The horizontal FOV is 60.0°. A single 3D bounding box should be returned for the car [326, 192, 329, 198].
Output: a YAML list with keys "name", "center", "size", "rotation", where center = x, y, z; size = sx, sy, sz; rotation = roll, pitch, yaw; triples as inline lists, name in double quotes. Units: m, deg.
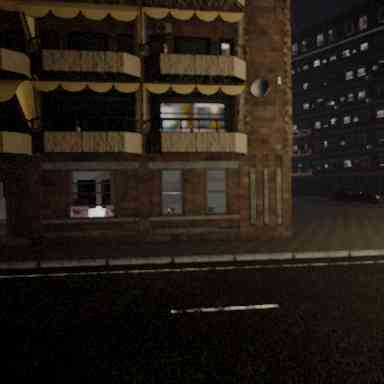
- name: "car"
  center: [21.958, 0.276, 47.702]
  size: [2.192, 1.841, 5.009]
  rotation: [0, 1, -39]

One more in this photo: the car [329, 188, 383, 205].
- name: "car"
  center: [18.973, 0.481, 38.118]
  size: [2.192, 1.841, 5.009]
  rotation: [0, 1, -39]
